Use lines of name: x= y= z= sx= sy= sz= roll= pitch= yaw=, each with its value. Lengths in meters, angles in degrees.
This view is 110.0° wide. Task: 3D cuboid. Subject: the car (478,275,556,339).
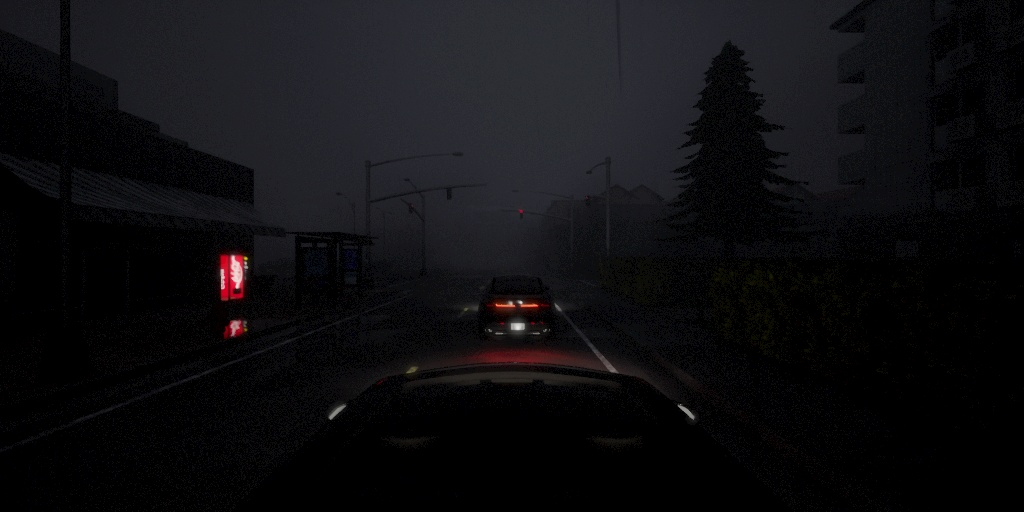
car: x=0.118 y=1.254 z=10.050 sx=1.837 sy=1.490 sz=4.892 roll=0 pitch=0 yaw=0
